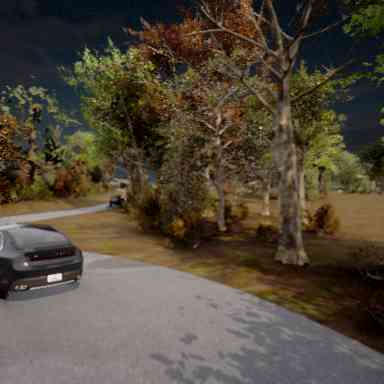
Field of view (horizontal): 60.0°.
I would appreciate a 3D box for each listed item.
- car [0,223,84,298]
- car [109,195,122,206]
[{"bbox_3d":[-4.651,1.604,8.869,1.837,1.490,4.892,0,-1,-45],"label":"car"},{"bbox_3d":[-14.309,1.620,63.828,2.150,2.045,5.566,-2,1,0],"label":"car"}]
